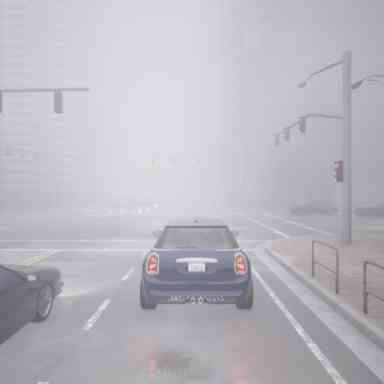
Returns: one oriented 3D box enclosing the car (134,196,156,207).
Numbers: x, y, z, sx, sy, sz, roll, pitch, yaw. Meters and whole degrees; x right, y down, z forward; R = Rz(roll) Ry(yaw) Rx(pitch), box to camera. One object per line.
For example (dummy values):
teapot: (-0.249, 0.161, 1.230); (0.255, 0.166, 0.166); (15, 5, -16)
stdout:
car: (-7.013, 1.554, 50.406); (1.994, 1.385, 4.181); (0, 0, 0)

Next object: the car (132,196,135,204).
car: (-10.481, 1.492, 58.085); (1.837, 1.490, 4.892); (0, 0, 0)

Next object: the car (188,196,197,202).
car: (0.123, 1.539, 72.632); (1.994, 1.385, 4.181); (0, 0, 0)

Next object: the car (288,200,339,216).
car: (11.708, 1.520, 32.177); (4.674, 1.442, 1.812); (0, 0, 1)

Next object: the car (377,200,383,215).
car: (20.844, 1.499, 32.080); (4.892, 1.490, 1.837); (0, 0, 1)

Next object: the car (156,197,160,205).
car: (-6.972, 1.589, 60.366); (1.895, 1.301, 4.718); (0, 0, 0)

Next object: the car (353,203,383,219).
car: (16.502, 1.595, 28.634); (4.718, 1.301, 1.895); (0, 0, 1)

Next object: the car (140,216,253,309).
car: (0.092, 1.350, 8.000); (2.097, 1.767, 4.553); (0, 0, 0)

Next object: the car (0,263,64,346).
car: (-3.414, 1.547, 4.142); (2.033, 1.411, 5.357); (0, 0, -1)

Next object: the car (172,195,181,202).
car: (-3.383, 1.452, 72.231); (2.033, 1.411, 5.357); (0, 0, 0)

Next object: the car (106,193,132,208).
car: (-10.519, 1.343, 48.143); (2.097, 1.767, 4.553); (0, 0, 0)
